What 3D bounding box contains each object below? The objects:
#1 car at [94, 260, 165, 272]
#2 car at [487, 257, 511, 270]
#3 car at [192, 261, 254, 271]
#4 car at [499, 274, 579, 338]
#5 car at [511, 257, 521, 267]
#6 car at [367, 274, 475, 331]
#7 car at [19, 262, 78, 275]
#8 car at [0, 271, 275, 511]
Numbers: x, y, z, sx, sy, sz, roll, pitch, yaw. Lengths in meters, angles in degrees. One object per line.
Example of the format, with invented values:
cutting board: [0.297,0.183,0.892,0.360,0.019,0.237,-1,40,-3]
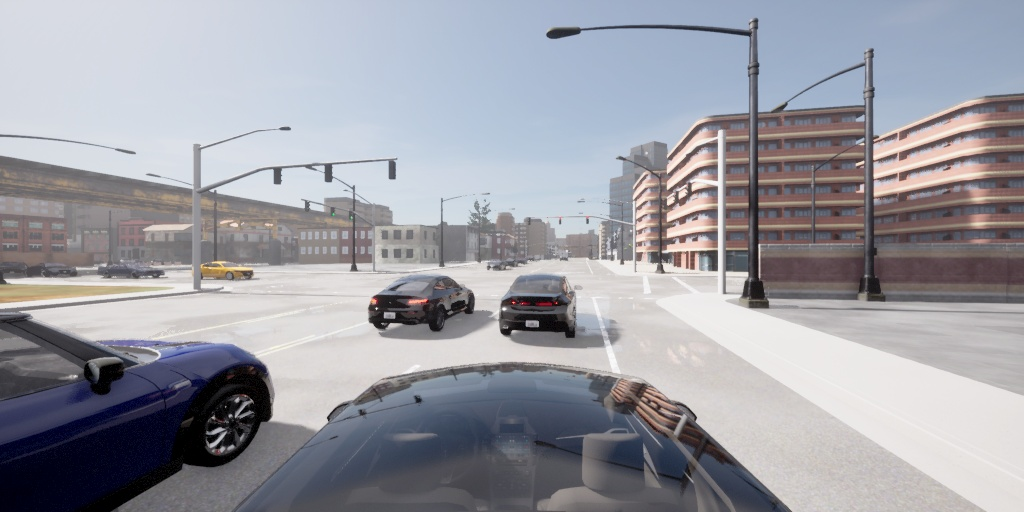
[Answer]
car: [-34.267,1.297,32.211,5.357,1.411,2.033,0,0,9]
car: [-2.047,1.106,48.090,2.128,1.511,4.902,0,1,11]
car: [-24.608,1.228,30.581,5.008,1.535,1.882,0,0,10]
car: [0.906,1.255,10.314,1.837,1.490,4.892,0,0,11]
car: [-0.251,0.957,57.368,1.882,1.535,5.008,0,1,11]
car: [-2.540,1.276,10.953,1.812,1.442,4.674,0,0,11]
car: [-43.986,1.314,34.241,4.181,1.385,1.994,0,0,15]
car: [-3.858,1.102,2.175,2.097,1.767,4.553,0,0,6]
